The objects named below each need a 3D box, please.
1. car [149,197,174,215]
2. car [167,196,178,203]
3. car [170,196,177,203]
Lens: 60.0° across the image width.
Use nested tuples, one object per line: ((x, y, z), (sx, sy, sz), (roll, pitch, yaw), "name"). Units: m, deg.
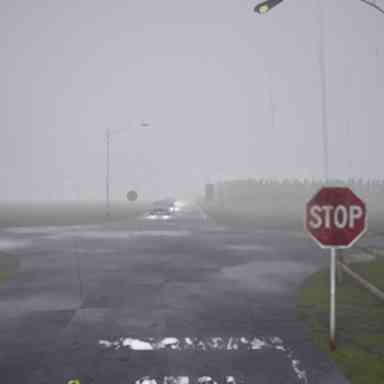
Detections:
((-3.193, 1.544, 33.936), (2.033, 1.411, 5.357), (0, 0, -1), "car")
((-3.978, 1.519, 68.018), (2.033, 1.411, 5.357), (0, 0, -2), "car")
((-3.497, 1.536, 48.565), (2.033, 1.411, 5.357), (0, 0, -1), "car")
